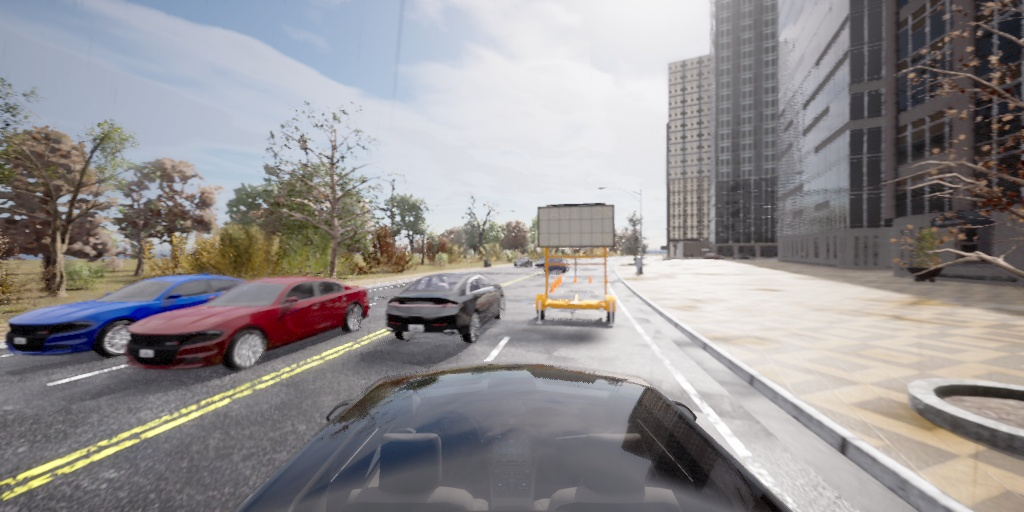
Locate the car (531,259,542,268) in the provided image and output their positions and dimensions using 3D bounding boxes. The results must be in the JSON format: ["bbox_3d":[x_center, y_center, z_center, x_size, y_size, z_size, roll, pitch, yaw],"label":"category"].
[{"bbox_3d":[4.514,0.940,49.081,2.033,1.411,5.357,0,0,17],"label":"car"}]

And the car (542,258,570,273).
[{"bbox_3d":[4.820,0.826,37.495,2.097,1.767,4.553,0,1,15],"label":"car"}]

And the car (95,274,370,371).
[{"bbox_3d":[-5.221,1.215,8.007,1.882,1.535,5.008,0,0,10],"label":"car"}]

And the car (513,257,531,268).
[{"bbox_3d":[1.616,0.889,50.650,2.128,1.511,4.902,0,1,17],"label":"car"}]

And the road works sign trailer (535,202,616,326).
[{"bbox_3d":[2.041,0.135,11.430,2.380,3.560,2.880,0,0,12],"label":"road works sign trailer"}]

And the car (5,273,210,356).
[{"bbox_3d":[-8.371,1.228,8.873,1.882,1.535,5.008,0,0,10],"label":"car"}]

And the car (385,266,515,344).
[{"bbox_3d":[-1.464,1.196,9.527,2.128,1.511,4.902,0,0,10],"label":"car"}]
